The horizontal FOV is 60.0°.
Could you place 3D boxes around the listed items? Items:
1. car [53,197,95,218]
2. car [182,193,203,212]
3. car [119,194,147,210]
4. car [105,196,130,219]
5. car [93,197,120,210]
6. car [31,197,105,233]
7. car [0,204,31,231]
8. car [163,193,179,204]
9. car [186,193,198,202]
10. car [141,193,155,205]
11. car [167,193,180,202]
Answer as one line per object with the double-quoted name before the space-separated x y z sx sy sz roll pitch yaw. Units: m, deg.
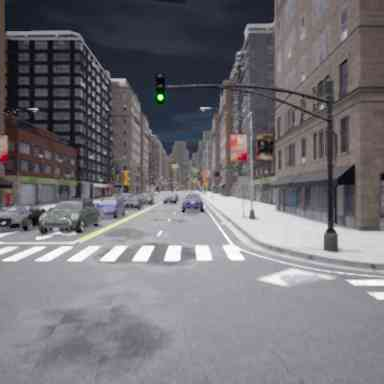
"car" -9.849 1.275 28.256 1.837 1.490 4.892 0 1 0
"car" 0.064 1.031 33.958 2.097 1.767 4.553 0 1 0
"car" -6.538 1.237 36.975 1.994 1.385 4.181 0 1 0
"car" -6.612 1.297 26.968 1.812 1.442 4.674 0 1 0
"car" -9.789 1.272 38.305 1.895 1.301 4.718 0 1 0
"car" -6.615 1.208 18.390 2.097 1.767 4.553 0 1 0
"car" -9.865 1.421 19.437 1.994 1.385 4.181 0 1 0
"car" -3.301 1.130 50.039 1.895 1.301 4.718 0 1 0
"car" 0.008 0.920 58.508 2.128 1.511 4.902 0 1 0
"car" -6.549 0.923 47.090 2.097 1.767 4.553 0 1 0
"car" -3.312 0.914 60.009 2.128 1.511 4.902 0 1 0
